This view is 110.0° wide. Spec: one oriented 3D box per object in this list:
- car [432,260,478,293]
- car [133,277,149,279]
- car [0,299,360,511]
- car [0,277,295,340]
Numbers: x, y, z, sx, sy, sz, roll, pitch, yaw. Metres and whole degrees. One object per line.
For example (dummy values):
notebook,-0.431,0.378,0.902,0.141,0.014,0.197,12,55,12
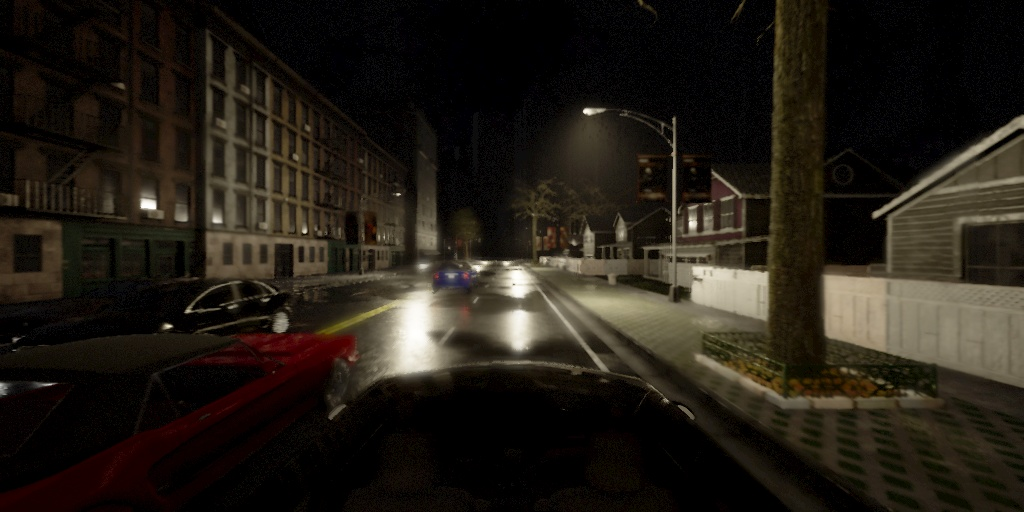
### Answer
car,-3.152,1.095,20.730,2.097,1.767,4.553,0,0,0
car,-9.826,1.296,9.826,2.033,1.411,5.357,0,0,0
car,-3.150,1.350,3.148,1.895,1.301,4.718,0,0,0
car,-6.585,1.253,7.416,1.837,1.490,4.892,0,0,0
